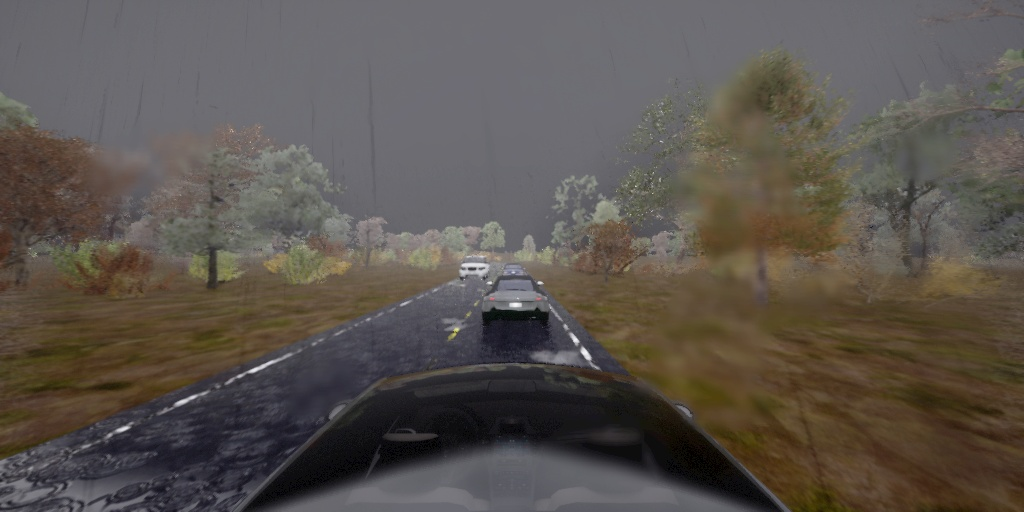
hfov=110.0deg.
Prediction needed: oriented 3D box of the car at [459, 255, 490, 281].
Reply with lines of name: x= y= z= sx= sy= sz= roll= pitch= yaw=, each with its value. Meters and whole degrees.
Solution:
car: x=-3.088 y=0.973 z=30.462 sx=2.150 sy=2.045 sz=5.566 roll=0 pitch=0 yaw=0

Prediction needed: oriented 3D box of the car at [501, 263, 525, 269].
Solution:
car: x=0.109 y=1.298 z=29.633 sx=2.033 sy=1.411 sz=5.357 roll=0 pitch=0 yaw=0

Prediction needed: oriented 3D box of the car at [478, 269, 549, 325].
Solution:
car: x=0.104 y=1.314 z=11.856 sx=1.994 sy=1.385 sz=4.181 roll=0 pitch=0 yaw=0
